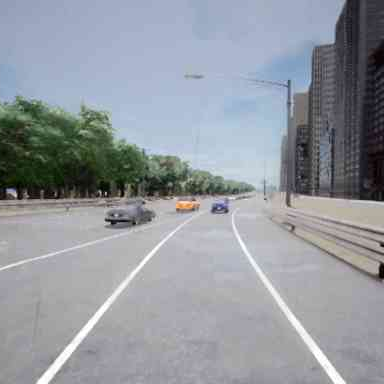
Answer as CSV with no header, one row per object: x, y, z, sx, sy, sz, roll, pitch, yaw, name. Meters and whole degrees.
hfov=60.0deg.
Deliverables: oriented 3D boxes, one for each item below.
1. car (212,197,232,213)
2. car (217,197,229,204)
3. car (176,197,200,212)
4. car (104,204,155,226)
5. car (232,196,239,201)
3.386,1.631,39.196,1.812,1.442,4.674,0,0,9,car
6.913,1.787,73.834,2.033,1.411,5.357,1,0,12,car
-0.410,1.423,40.577,2.097,1.767,4.553,1,0,12,car
-4.211,1.535,23.330,2.033,1.411,5.357,1,0,12,car
11.263,1.954,93.794,1.895,1.301,4.718,1,0,12,car
